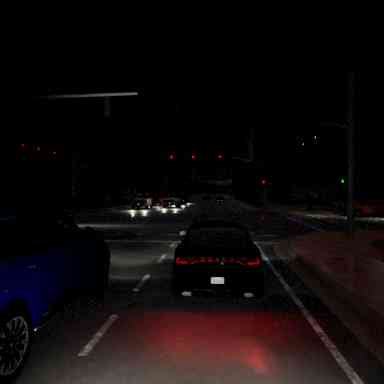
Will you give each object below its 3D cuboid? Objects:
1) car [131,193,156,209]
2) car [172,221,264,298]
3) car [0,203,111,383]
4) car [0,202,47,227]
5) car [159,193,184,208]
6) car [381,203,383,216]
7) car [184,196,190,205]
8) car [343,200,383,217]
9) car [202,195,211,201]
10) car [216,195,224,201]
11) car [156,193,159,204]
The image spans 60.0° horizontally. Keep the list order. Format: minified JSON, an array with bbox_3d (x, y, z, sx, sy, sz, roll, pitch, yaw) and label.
[{"bbox_3d":[-6.724,1.221,45.313,2.150,2.045,5.566,0,0,3],"label":"car"},{"bbox_3d":[0.646,1.478,8.590,1.882,1.535,5.008,0,0,4],"label":"car"},{"bbox_3d":[-3.075,1.221,5.481,2.150,2.045,5.566,0,0,3],"label":"car"},{"bbox_3d":[-12.736,1.492,22.594,4.902,1.511,2.128,0,0,5],"label":"car"},{"bbox_3d":[-2.894,1.221,48.923,2.150,2.045,5.566,0,0,5],"label":"car"},{"bbox_3d":[15.022,1.547,20.347,5.357,1.411,2.033,0,0,5],"label":"car"},{"bbox_3d":[-2.084,1.352,58.580,2.097,1.767,4.553,0,0,5],"label":"car"},{"bbox_3d":[16.746,1.478,30.951,5.008,1.535,1.882,0,0,5],"label":"car"},{"bbox_3d":[3.639,1.524,84.720,1.812,1.442,4.674,0,0,5],"label":"car"},{"bbox_3d":[7.156,1.552,84.781,1.994,1.385,4.181,0,0,5],"label":"car"},{"bbox_3d":[-5.848,1.221,55.623,2.150,2.045,5.566,0,0,5],"label":"car"}]
